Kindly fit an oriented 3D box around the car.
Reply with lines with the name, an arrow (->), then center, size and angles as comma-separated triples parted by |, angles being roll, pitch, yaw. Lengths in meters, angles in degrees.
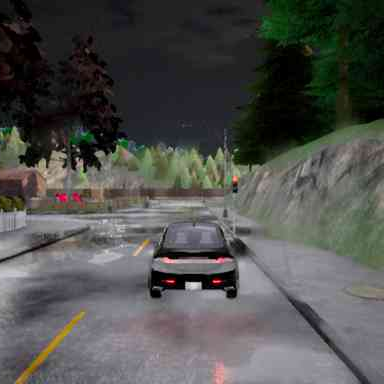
car -> 0.052, 1.488, 8.464 | 2.128, 1.511, 4.902 | 0, 0, 1
